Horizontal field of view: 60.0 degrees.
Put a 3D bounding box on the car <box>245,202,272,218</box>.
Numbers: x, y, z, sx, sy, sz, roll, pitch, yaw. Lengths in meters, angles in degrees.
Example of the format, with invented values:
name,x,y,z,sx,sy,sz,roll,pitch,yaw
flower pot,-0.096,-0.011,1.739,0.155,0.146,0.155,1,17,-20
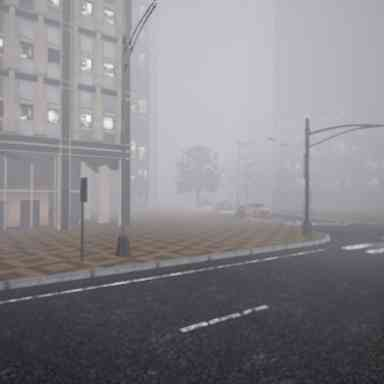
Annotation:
name,x,y,z,sx,sy,sz,roll,pitch,yaw
car,6.978,1.867,35.556,1.882,1.535,5.008,0,-1,-7

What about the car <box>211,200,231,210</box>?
name,x,y,z,sx,sy,sz,roll,pitch,yaw
car,4.840,2.065,52.055,2.128,1.511,4.902,0,0,-7

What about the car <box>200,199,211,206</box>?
name,x,y,z,sx,sy,sz,roll,pitch,yaw
car,2.833,2.123,68.086,1.994,1.385,4.181,0,-1,-7
